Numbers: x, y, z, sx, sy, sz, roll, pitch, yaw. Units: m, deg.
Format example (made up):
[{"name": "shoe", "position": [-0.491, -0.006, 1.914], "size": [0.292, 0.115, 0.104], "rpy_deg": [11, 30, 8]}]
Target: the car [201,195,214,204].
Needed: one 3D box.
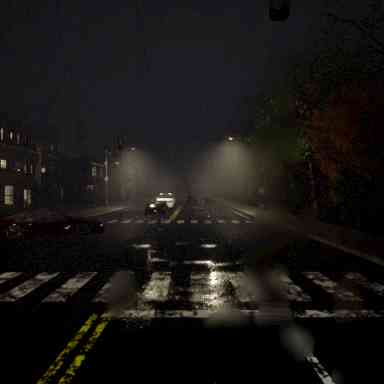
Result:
[{"name": "car", "position": [3.210, 1.577, 63.255], "size": [1.895, 1.301, 4.718], "rpy_deg": [0, 0, 0]}]

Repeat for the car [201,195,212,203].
[{"name": "car", "position": [3.085, 1.495, 73.260], "size": [2.128, 1.511, 4.902], "rpy_deg": [0, 0, 0]}]

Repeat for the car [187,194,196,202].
[{"name": "car", "position": [-0.167, 1.281, 73.127], "size": [1.882, 1.535, 5.008], "rpy_deg": [0, 0, 0]}]

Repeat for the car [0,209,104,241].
[{"name": "car", "position": [-7.165, 1.540, 16.457], "size": [5.357, 1.411, 2.033], "rpy_deg": [0, 0, -20]}]

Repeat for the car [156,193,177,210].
[{"name": "car", "position": [-3.429, 1.207, 43.161], "size": [2.150, 2.045, 5.566], "rpy_deg": [0, 0, 0]}]

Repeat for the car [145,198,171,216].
[{"name": "car", "position": [-3.412, 1.554, 32.760], "size": [1.994, 1.385, 4.181], "rpy_deg": [0, 0, 0]}]

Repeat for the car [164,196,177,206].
[{"name": "car", "position": [-3.446, 1.486, 53.629], "size": [1.837, 1.490, 4.892], "rpy_deg": [0, 0, 0]}]

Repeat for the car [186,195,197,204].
[{"name": "car", "position": [-0.144, 1.481, 62.709], "size": [1.837, 1.490, 4.892], "rpy_deg": [0, 0, 0]}]
